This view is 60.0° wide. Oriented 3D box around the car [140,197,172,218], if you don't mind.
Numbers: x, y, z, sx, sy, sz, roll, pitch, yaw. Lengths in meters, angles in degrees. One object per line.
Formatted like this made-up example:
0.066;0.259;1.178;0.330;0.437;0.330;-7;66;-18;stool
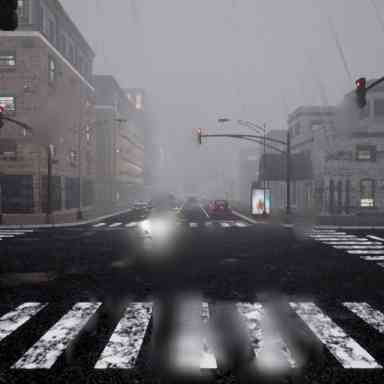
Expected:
-3.139;1.496;29.946;2.128;1.511;4.902;0;0;-2;car

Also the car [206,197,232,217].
2.654;1.446;31.744;1.967;1.590;4.097;0;0;0;car

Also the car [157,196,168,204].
-5.759;1.565;65.734;1.752;1.417;4.829;0;0;0;car

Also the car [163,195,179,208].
-3.135;1.374;50.428;2.097;1.767;4.553;0;0;0;car

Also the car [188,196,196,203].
0.013;1.572;70.705;1.812;1.442;4.674;0;0;0;car

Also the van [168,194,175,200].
-5.788;1.430;94.387;1.690;1.788;3.998;-1;0;0;van

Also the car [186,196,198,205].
0.045;1.538;60.288;1.837;1.490;4.892;0;0;0;car

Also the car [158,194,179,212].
-3.137;1.234;40.183;2.150;2.045;5.566;0;0;0;car

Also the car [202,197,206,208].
2.644;1.597;43.137;1.802;1.307;4.206;0;0;0;car

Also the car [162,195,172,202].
-5.771;1.497;77.296;1.967;1.590;4.097;0;0;0;car

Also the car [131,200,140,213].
-5.731;1.561;37.420;2.008;1.369;4.403;0;0;0;car

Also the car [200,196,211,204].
2.622;1.591;65.924;2.008;1.369;4.403;-1;0;0;car

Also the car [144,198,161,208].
-5.742;1.571;48.814;2.008;1.369;4.403;0;0;0;car

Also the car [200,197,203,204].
2.638;1.571;48.834;2.008;1.369;4.403;0;0;0;car
